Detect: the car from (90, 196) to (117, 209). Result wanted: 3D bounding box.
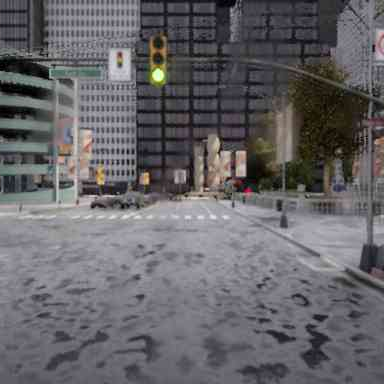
[{"bbox_3d":[-10.601,1.230,39.871,2.033,1.411,5.357,0,0,0],"label":"car"}]

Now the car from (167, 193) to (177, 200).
[{"bbox_3d":[-4.811,0.927,72.184,1.837,1.490,4.892,0,1,-29],"label":"car"}]

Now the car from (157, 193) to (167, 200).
[{"bbox_3d":[-7.546,1.041,69.870,1.895,1.301,4.718,0,1,-25],"label":"car"}]

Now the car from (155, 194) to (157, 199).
[{"bbox_3d":[-8.014,1.066,60.628,2.033,1.411,5.357,0,0,-10],"label":"car"}]

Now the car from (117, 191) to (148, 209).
[{"bbox_3d":[-7.108,0.901,40.374,2.150,2.045,5.566,0,0,0],"label":"car"}]

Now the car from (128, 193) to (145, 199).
[{"bbox_3d":[-13.117,0.879,78.550,1.994,1.385,4.181,0,1,-43],"label":"car"}]

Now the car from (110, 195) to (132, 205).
[{"bbox_3d":[-10.589,1.151,49.946,2.033,1.411,5.357,0,0,0],"label":"car"}]

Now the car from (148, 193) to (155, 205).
[{"bbox_3d":[-7.101,1.128,50.012,1.812,1.442,4.674,0,0,0],"label":"car"}]

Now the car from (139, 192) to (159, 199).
[{"bbox_3d":[-10.390,0.839,80.743,2.033,1.411,5.357,0,1,-43],"label":"car"}]
